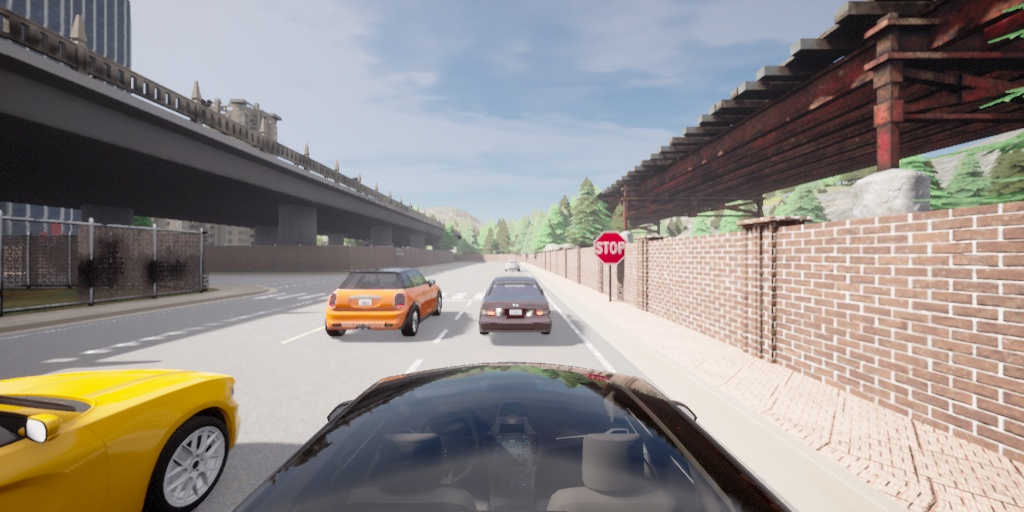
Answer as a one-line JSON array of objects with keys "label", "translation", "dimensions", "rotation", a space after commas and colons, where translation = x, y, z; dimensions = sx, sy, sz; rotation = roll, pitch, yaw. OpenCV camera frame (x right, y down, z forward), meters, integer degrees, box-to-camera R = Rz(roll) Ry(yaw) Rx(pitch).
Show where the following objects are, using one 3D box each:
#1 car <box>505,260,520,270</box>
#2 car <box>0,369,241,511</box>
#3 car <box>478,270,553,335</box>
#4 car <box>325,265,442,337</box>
[{"label": "car", "translation": [0.059, 1.271, 46.347], "dimensions": [1.812, 1.442, 4.674], "rotation": [0, 0, -1]}, {"label": "car", "translation": [-3.398, 1.228, 1.213], "dimensions": [1.882, 1.535, 5.008], "rotation": [0, 0, 0]}, {"label": "car", "translation": [0.077, 1.296, 10.494], "dimensions": [2.033, 1.411, 5.357], "rotation": [0, 0, 0]}, {"label": "car", "translation": [-3.425, 1.101, 10.471], "dimensions": [2.097, 1.767, 4.553], "rotation": [0, 0, 0]}]
